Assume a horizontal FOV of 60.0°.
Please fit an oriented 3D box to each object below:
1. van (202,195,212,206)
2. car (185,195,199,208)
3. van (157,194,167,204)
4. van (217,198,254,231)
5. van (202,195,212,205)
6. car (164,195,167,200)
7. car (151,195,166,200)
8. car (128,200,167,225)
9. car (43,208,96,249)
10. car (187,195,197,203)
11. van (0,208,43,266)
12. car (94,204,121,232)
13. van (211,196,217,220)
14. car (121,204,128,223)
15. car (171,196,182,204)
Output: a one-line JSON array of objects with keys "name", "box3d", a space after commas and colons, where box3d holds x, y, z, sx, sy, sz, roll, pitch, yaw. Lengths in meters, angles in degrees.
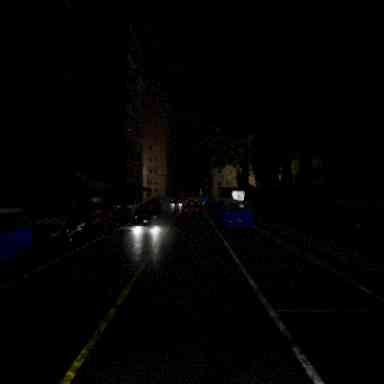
[{"name": "van", "box3d": [2.654, 1.400, 54.272, 1.690, 1.788, 3.998, 0, 0, 0]}, {"name": "car", "box3d": [-0.016, 1.456, 49.906, 1.882, 1.535, 5.008, 0, 0, 0]}, {"name": "van", "box3d": [-5.874, 1.399, 65.577, 1.690, 1.788, 3.998, 0, 0, 0]}, {"name": "van", "box3d": [2.664, 1.375, 20.324, 1.690, 1.788, 3.998, 0, 0, 0]}, {"name": "van", "box3d": [2.653, 1.400, 59.929, 1.690, 1.788, 3.998, 0, 0, 0]}, {"name": "car", "box3d": [-5.874, 1.603, 59.917, 1.887, 1.381, 4.507, 0, 0, 0]}, {"name": "car", "box3d": [-5.872, 1.625, 54.257, 1.947, 1.339, 4.313, 0, 0, 0]}, {"name": "car", "box3d": [-3.109, 1.587, 24.814, 2.033, 1.411, 5.357, 0, 0, 0]}, {"name": "car", "box3d": [-5.860, 1.608, 14.633, 1.802, 1.307, 4.206, 0, 0, 0]}, {"name": "car", "box3d": [-0.023, 1.397, 69.924, 2.128, 1.511, 4.902, 0, 0, 0]}, {"name": "van", "box3d": [-5.858, 1.358, 8.973, 1.690, 1.788, 3.998, 0, 0, 0]}, {"name": "car", "box3d": [-5.862, 1.616, 20.294, 1.802, 1.307, 4.206, 0, 0, 0]}, {"name": "van", "box3d": [2.662, 1.382, 25.983, 1.690, 1.788, 3.998, 0, 0, 0]}, {"name": "car", "box3d": [-5.864, 1.586, 25.954, 1.887, 1.381, 4.507, 0, 0, 0]}, {"name": "car", "box3d": [-3.028, 1.567, 66.189, 1.837, 1.490, 4.892, 0, 0, 0]}]
